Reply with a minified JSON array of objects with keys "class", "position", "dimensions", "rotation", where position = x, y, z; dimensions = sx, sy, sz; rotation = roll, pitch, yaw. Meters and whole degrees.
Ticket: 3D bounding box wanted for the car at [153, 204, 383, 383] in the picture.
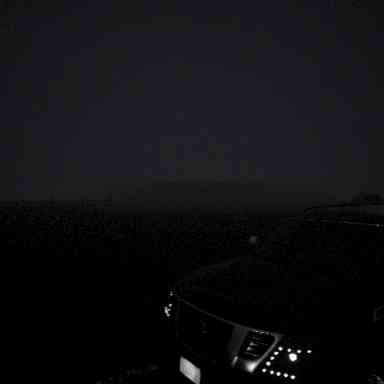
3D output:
[{"class":"car","position":[2.230,1.223,4.538],"dimensions":[5.566,2.045,2.150],"rotation":[0,0,-35]}]
